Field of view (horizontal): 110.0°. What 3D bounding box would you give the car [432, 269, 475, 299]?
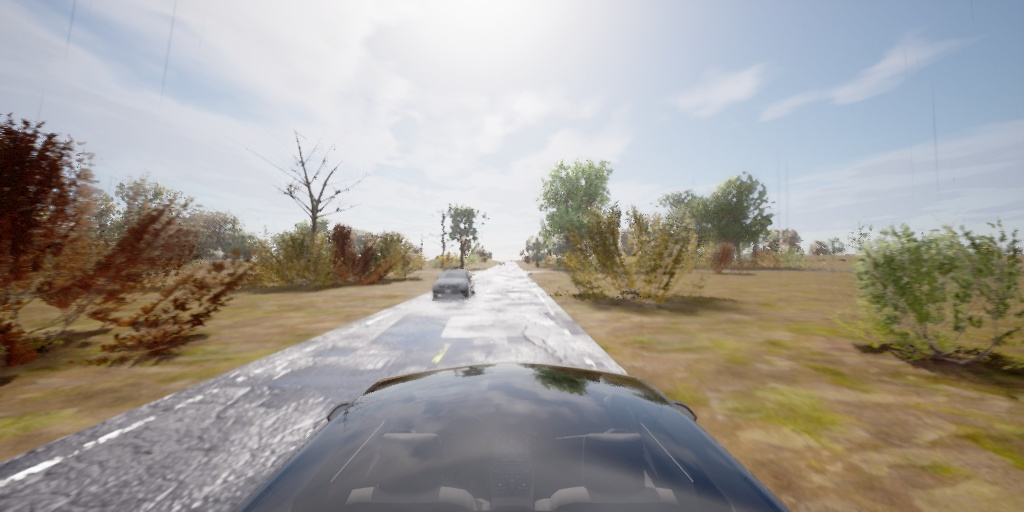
[{"bbox_3d":[-3.095,1.465,19.712,1.812,1.442,4.674,0,-1,0],"label":"car"}]
